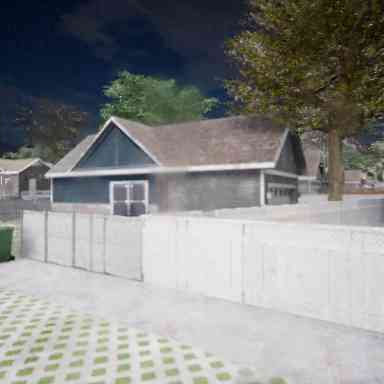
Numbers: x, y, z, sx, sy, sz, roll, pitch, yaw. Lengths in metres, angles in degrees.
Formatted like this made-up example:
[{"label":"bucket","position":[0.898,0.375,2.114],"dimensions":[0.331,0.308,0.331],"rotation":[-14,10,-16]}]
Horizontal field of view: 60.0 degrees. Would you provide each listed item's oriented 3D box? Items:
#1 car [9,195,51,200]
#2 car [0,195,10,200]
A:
[{"label":"car","position":[-18.876,1.301,40.400],"dimensions":[1.882,1.535,5.008],"rotation":[0,0,30]},{"label":"car","position":[-22.694,1.213,40.238],"dimensions":[2.097,1.767,4.553],"rotation":[0,0,30]}]
